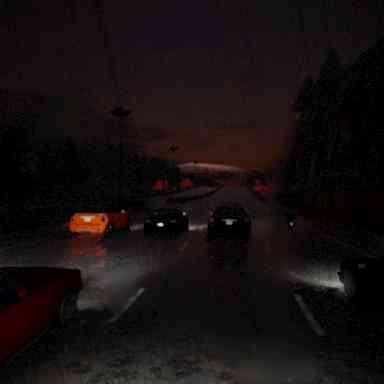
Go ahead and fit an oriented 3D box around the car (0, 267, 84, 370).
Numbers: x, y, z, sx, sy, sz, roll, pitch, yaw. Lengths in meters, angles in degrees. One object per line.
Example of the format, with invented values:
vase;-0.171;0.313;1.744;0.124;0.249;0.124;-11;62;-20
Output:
car;-3.063;1.604;4.104;1.895;1.301;4.718;0;0;4

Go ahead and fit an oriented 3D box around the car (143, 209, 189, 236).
car;-1.364;1.629;18.912;1.994;1.385;4.181;0;0;7

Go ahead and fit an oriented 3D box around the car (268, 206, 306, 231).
car;6.000;1.630;21.296;1.812;1.442;4.674;0;0;7

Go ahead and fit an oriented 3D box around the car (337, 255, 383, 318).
car;3.998;1.584;5.083;2.033;1.411;5.357;0;0;5

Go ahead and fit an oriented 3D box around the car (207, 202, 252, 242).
car;1.948;1.425;17.180;2.097;1.767;4.553;0;0;7

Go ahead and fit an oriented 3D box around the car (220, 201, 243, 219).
car;3.887;1.685;32.382;2.033;1.411;5.357;0;0;7

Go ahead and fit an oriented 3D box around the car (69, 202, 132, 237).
car;-4.927;1.402;18.605;2.097;1.767;4.553;0;0;7
